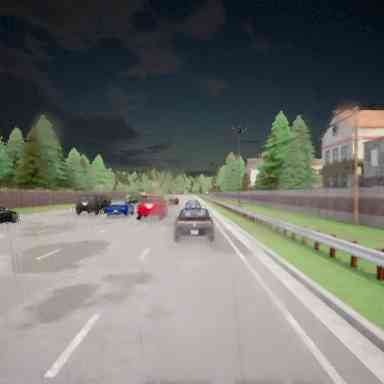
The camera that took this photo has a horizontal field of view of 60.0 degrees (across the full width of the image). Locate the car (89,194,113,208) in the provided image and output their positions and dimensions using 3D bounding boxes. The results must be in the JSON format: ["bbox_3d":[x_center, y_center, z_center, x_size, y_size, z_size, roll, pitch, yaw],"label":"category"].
[{"bbox_3d":[-13.868,1.352,51.271,2.150,2.045,5.566,0,0,0],"label":"car"}]

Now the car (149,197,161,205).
[{"bbox_3d":[-6.869,1.684,62.562,1.812,1.442,4.674,0,0,0],"label":"car"}]

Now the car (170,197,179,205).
[{"bbox_3d":[-3.366,1.634,61.859,1.882,1.535,5.008,0,0,0],"label":"car"}]

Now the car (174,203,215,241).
[{"bbox_3d":[0.109,1.535,16.843,2.128,1.511,4.902,0,0,0],"label":"car"}]

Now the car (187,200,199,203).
[{"bbox_3d":[0.117,1.645,38.423,2.033,1.411,5.357,0,0,0],"label":"car"}]

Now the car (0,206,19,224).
[{"bbox_3d":[-13.885,1.624,23.166,1.994,1.385,4.181,0,0,0],"label":"car"}]

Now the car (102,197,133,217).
[{"bbox_3d":[-6.881,1.560,32.386,1.882,1.535,5.008,0,0,0],"label":"car"}]

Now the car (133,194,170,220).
[{"bbox_3d":[-3.384,1.295,29.067,2.150,2.045,5.566,0,0,0],"label":"car"}]

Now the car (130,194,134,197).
[{"bbox_3d":[-10.367,1.380,62.173,2.150,2.045,5.566,0,0,0],"label":"car"}]

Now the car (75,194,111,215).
[{"bbox_3d":[-10.379,1.310,34.860,2.150,2.045,5.566,0,0,0],"label":"car"}]
